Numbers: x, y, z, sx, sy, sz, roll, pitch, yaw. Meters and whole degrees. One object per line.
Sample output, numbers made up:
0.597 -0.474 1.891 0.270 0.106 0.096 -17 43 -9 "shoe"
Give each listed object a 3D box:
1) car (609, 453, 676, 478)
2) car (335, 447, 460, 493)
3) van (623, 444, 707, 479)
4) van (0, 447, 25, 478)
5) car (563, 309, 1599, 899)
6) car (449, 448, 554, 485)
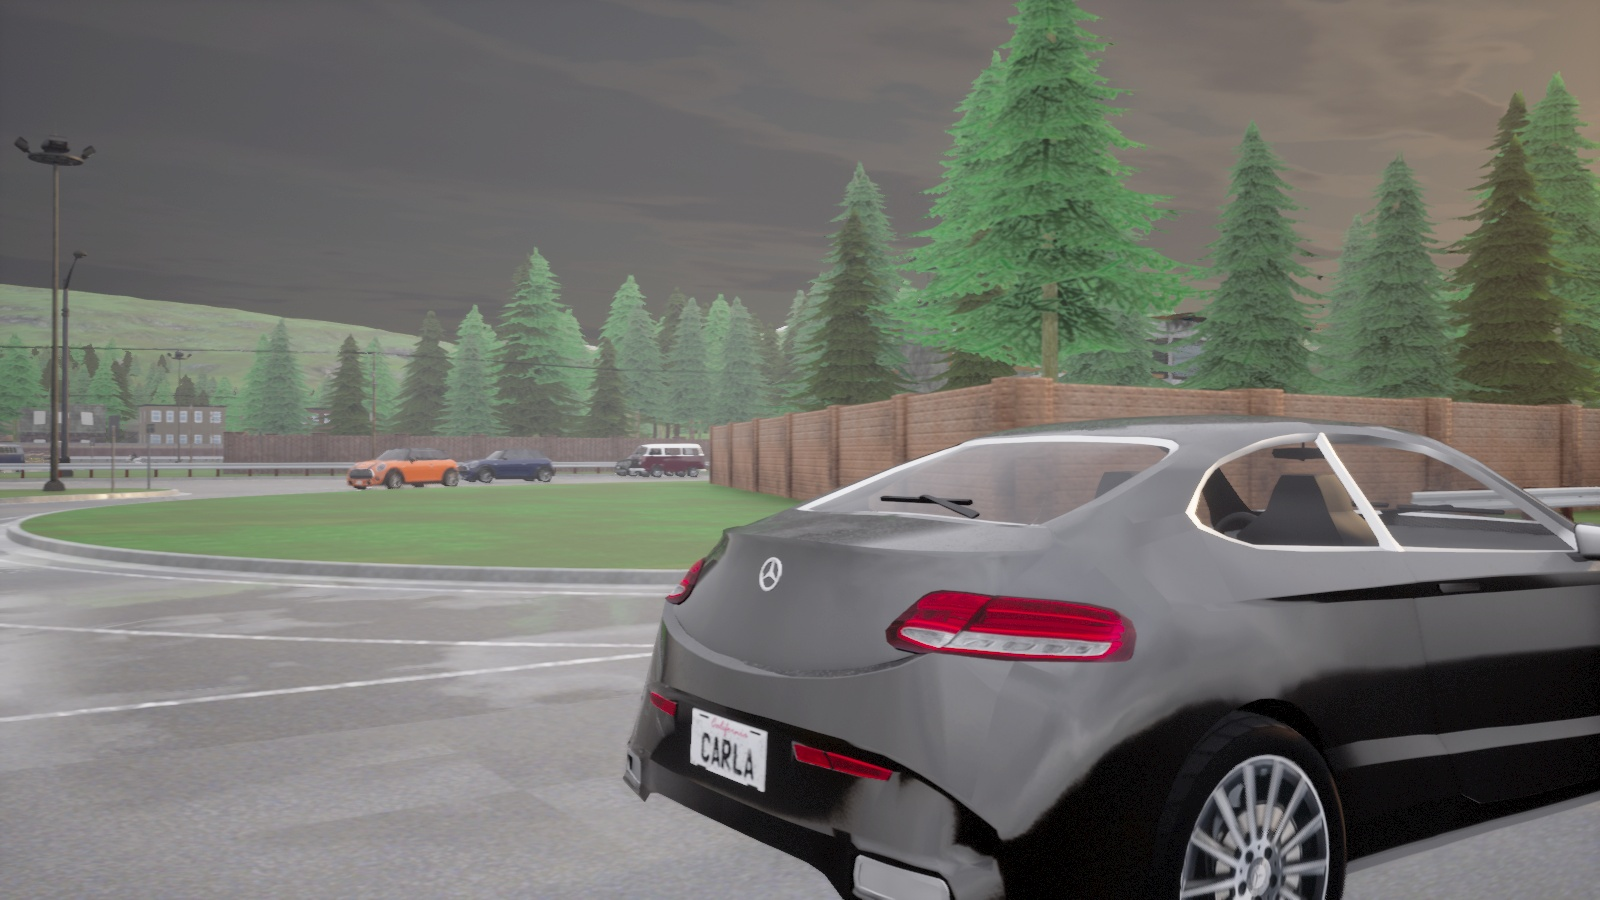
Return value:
-9.719 0.934 77.577 3.705 1.549 1.789 0 0 -35 "car"
-16.050 0.760 50.279 2.097 1.767 4.553 0 0 29 "car"
-7.991 0.668 74.515 4.480 2.038 2.069 0 0 -35 "van"
-52.942 0.812 82.606 1.775 1.987 4.442 0 0 -10 "van"
1.849 0.532 4.946 5.027 1.651 2.152 0 0 -35 "car"
-14.559 0.785 61.375 4.553 1.767 2.097 0 0 -35 "car"
